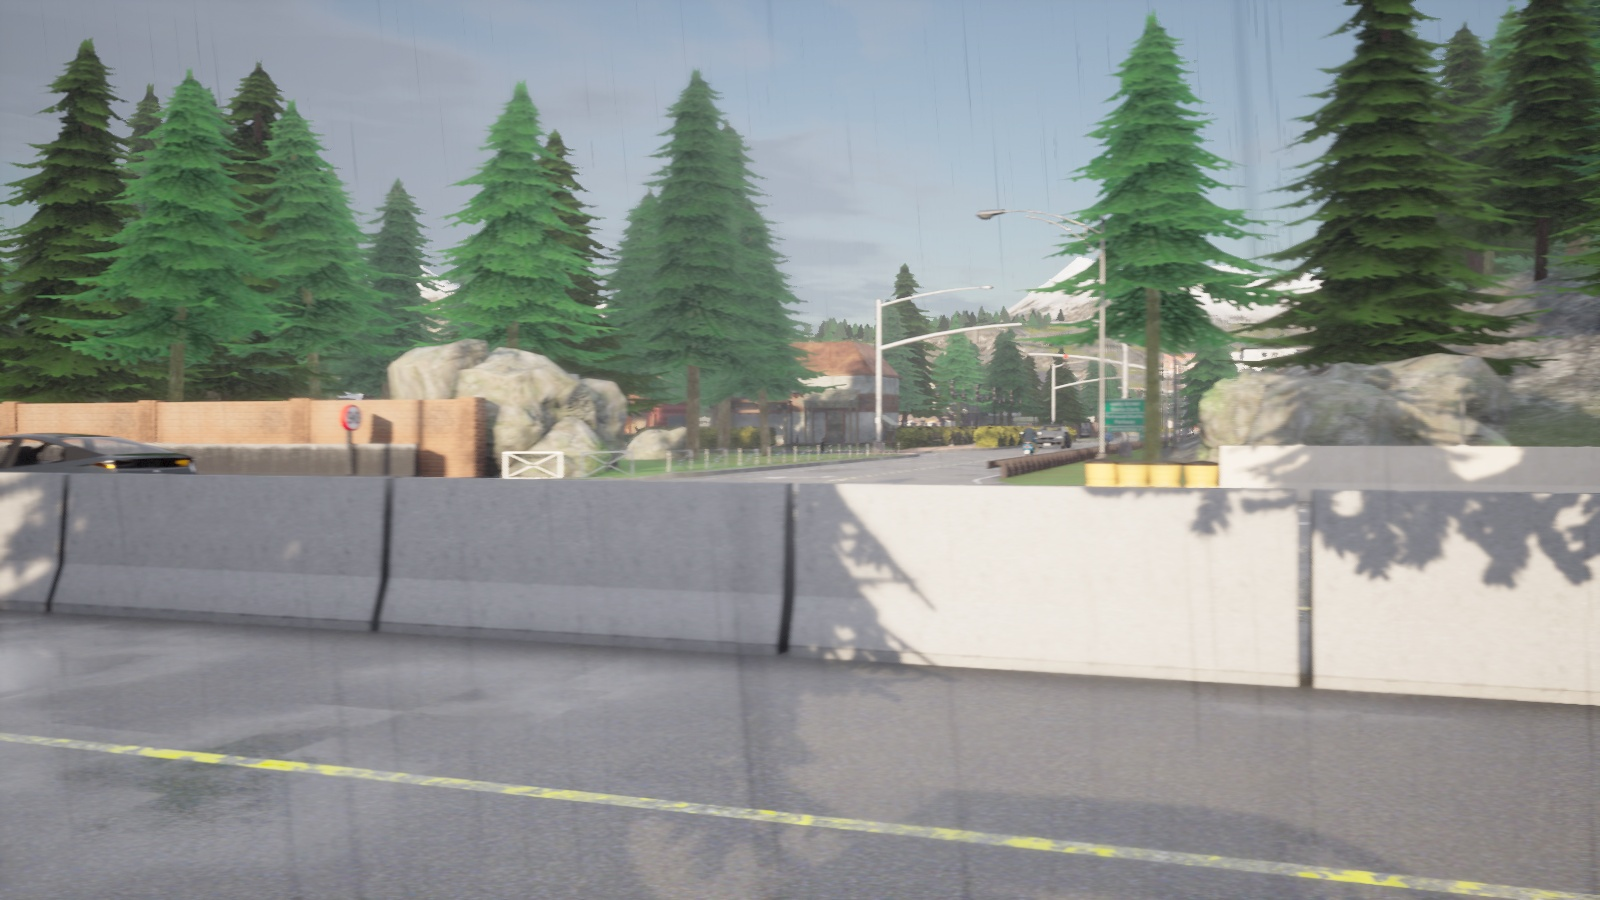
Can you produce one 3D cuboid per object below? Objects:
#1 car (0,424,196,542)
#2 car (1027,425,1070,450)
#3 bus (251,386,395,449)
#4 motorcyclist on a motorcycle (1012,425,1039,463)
[{"bbox_3d":[-11.256,0.397,18.057,4.514,1.525,2.007,1,1,19],"label":"car"},{"bbox_3d":[17.007,-0.863,85.642,2.242,1.667,4.611,1,1,19],"label":"car"},{"bbox_3d":[-34.053,-2.306,89.545,10.273,4.253,3.944,1,1,29],"label":"bus"},{"bbox_3d":[9.700,-0.266,53.943,0.866,1.590,1.817,1,1,19],"label":"motorcyclist on a motorcycle"}]
